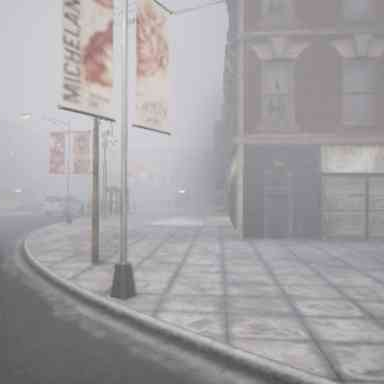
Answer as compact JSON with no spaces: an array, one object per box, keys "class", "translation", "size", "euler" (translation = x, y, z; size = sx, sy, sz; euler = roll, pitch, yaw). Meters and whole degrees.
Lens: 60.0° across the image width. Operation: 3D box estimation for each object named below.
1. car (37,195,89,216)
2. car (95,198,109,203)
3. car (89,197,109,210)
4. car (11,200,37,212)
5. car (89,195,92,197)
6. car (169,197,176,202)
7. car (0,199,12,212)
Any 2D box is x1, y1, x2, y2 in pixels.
[{"class":"car","translation":[-13.364,1.397,35.024],"size":[2.150,2.045,5.566],"euler":[0,0,8]},{"class":"car","translation":[-22.627,2.059,83.472],"size":[1.895,1.301,4.718],"euler":[0,0,5]},{"class":"car","translation":[-12.825,1.766,46.546],"size":[1.837,1.490,4.892],"euler":[0,0,10]},{"class":"car","translation":[-19.765,1.744,41.110],"size":[1.994,1.385,4.181],"euler":[0,0,5]},{"class":"car","translation":[-23.222,1.637,76.102],"size":[2.435,2.045,5.566],"euler":[0,0,5]},{"class":"car","translation":[-4.986,2.117,93.207],"size":[2.231,1.521,4.892],"euler":[0,0,15]},{"class":"car","translation":[-23.249,1.640,41.406],"size":[1.882,1.535,5.008],"euler":[0,0,5]}]
